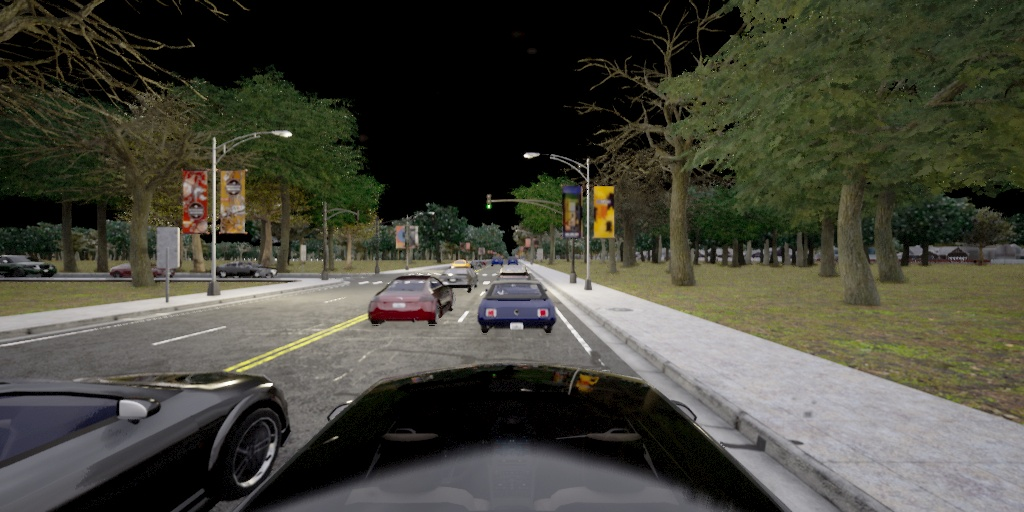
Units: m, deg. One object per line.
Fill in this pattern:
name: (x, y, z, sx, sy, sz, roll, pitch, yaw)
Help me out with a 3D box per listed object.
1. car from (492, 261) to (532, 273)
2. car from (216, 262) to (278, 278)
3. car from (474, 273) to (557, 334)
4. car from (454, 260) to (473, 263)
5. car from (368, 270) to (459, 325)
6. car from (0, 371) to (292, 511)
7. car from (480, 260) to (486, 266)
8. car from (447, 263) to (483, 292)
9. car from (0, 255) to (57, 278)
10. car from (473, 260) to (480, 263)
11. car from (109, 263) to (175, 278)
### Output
car: (0.129, 1.263, 20.639, 2.128, 1.511, 4.902, 0, 0, 1)
car: (-23.319, 1.251, 31.480, 4.902, 1.511, 2.128, 0, 0, 0)
car: (0.118, 1.360, 10.620, 1.895, 1.301, 4.718, 0, 0, 0)
car: (-6.500, 1.283, 45.404, 1.882, 1.535, 5.008, 0, 0, 0)
car: (-3.123, 1.324, 11.857, 1.994, 1.385, 4.181, 0, 0, -1)
car: (-3.152, 1.314, 1.802, 1.994, 1.385, 4.181, 0, 0, 0)
car: (-6.414, 1.406, 64.868, 1.994, 1.385, 4.181, 0, 0, 0)
car: (-3.107, 1.319, 21.410, 2.033, 1.411, 5.357, 0, 0, 0)
car: (-43.792, 0.961, 31.550, 5.566, 2.045, 2.150, 0, 0, 0)
car: (-6.467, 1.422, 54.810, 1.895, 1.301, 4.718, 0, 0, 0)
car: (-32.456, 1.274, 31.506, 4.674, 1.442, 1.812, 0, 0, 0)
